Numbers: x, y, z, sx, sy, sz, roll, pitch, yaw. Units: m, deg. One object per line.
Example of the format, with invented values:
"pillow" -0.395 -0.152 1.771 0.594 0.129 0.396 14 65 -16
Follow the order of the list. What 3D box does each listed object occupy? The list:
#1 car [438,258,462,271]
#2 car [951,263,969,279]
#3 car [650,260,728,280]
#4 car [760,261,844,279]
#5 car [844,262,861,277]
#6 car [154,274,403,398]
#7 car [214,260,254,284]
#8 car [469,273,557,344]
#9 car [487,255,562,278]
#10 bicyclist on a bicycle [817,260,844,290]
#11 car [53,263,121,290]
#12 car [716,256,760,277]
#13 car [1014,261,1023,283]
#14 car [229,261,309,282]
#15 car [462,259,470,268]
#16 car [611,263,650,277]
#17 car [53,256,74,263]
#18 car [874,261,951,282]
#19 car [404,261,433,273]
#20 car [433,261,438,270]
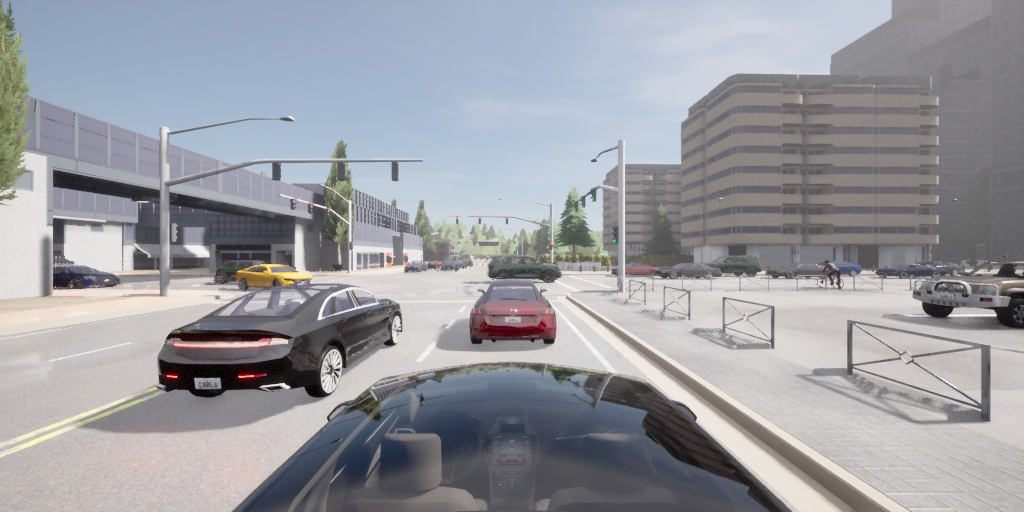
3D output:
"car" -8.359 1.314 48.890 1.994 1.385 4.181 0 0 -2
"car" 41.233 1.255 35.359 4.892 1.490 1.837 0 0 -1
"car" 15.238 1.297 31.129 5.357 1.411 2.033 0 0 -2
"car" 25.308 1.297 31.428 5.357 1.411 2.033 0 0 -2
"car" 31.118 1.228 35.097 5.008 1.535 1.882 0 0 -2
"car" -3.473 1.242 6.518 2.128 1.511 4.902 0 0 0
"car" -18.477 1.102 25.726 4.553 1.767 2.097 0 0 -1
"car" 0.012 1.314 9.576 1.994 1.385 4.181 0 0 0
"car" 0.884 0.971 26.892 5.566 2.045 2.150 0 0 -3
"bicyclist on a bicycle" 17.929 1.052 20.221 0.582 1.620 1.656 0 0 -2
"car" -26.936 1.313 22.026 4.181 1.385 1.994 0 0 -1
"car" 21.092 0.972 34.806 5.566 2.045 2.150 0 0 -2
"car" 43.303 1.314 28.308 4.181 1.385 1.994 0 0 -1
"car" -13.768 1.227 20.849 5.008 1.535 1.882 0 -1 25
"car" -8.622 1.297 59.187 2.033 1.411 5.357 0 0 -1
"car" 11.749 1.314 34.527 4.181 1.385 1.994 0 0 -2
"car" -33.305 0.972 25.383 5.566 2.045 2.150 0 0 -1
"car" 35.171 1.351 31.708 4.718 1.301 1.895 0 0 -2
"car" -11.762 1.297 44.435 2.033 1.411 5.357 0 0 -1
"car" -11.997 1.351 54.020 1.895 1.301 4.718 0 0 -1
